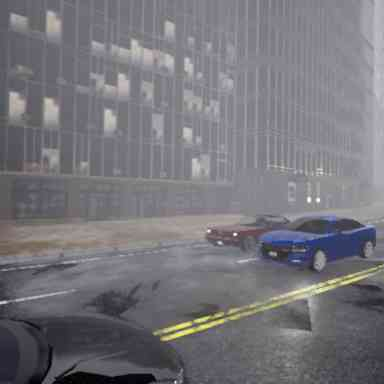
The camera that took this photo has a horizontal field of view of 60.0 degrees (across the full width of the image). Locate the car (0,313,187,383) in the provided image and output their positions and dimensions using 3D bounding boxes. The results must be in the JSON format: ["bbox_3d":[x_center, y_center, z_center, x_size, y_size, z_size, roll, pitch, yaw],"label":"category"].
[{"bbox_3d":[-2.247,1.495,1.913,4.902,1.511,2.128,0,0,-35],"label":"car"}]

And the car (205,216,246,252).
[{"bbox_3d":[2.805,1.637,14.062,4.718,1.301,1.895,0,0,-38],"label":"car"}]

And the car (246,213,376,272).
[{"bbox_3d":[4.281,1.510,11.095,5.008,1.535,1.882,0,0,-38],"label":"car"}]
